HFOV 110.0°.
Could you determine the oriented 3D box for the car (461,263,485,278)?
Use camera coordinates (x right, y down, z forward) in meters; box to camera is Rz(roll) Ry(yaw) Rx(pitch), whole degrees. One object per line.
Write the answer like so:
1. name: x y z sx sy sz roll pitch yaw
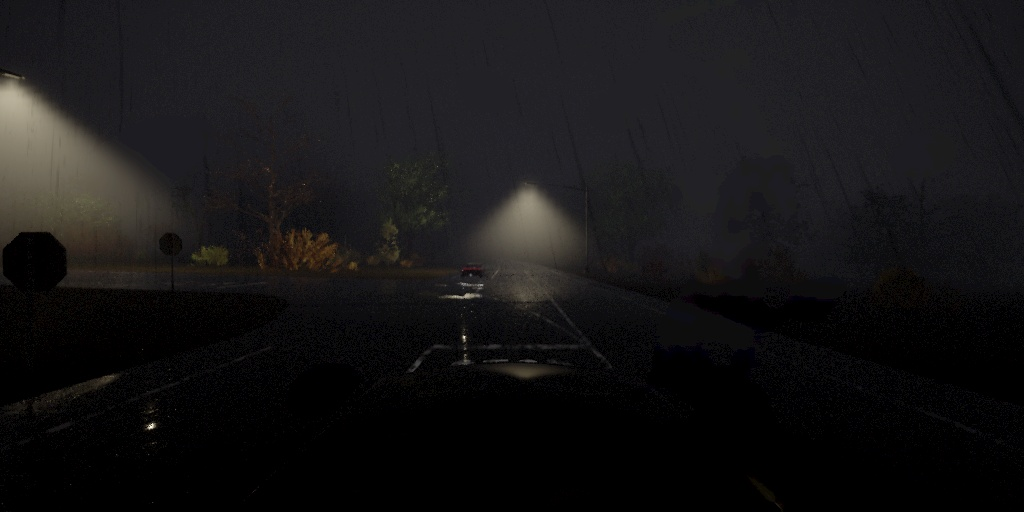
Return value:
1. car: -3.557 1.330 33.134 1.895 1.301 4.718 0 0 0
